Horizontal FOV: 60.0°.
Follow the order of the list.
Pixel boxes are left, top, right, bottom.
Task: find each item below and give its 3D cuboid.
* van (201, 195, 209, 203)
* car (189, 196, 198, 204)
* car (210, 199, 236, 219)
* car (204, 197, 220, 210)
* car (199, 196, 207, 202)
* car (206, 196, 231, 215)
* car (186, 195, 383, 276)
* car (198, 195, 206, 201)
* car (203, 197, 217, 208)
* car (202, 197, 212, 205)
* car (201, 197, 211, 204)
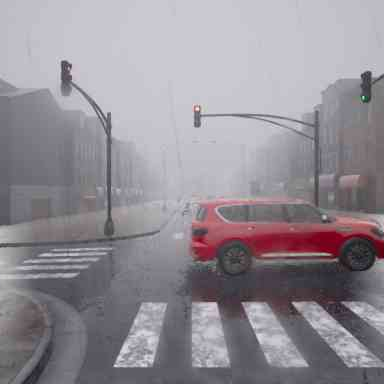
[{"bbox_3d":[2.773,1.504,72.870,1.690,1.788,3.998,-1,0,0],"label":"van"},{"bbox_3d":[0.239,1.654,69.618,1.837,1.490,4.892,0,0,0],"label":"car"},{"bbox_3d":[2.688,1.470,29.651,1.967,1.590,4.097,-1,0,0],"label":"car"},{"bbox_3d":[2.721,1.509,45.857,1.967,1.590,4.097,-1,0,0],"label":"car"},{"bbox_3d":[2.797,1.792,83.673,1.802,1.307,4.206,-1,0,0],"label":"car"},{"bbox_3d":[2.698,1.356,35.053,2.192,1.841,5.009,-1,0,0],"label":"car"},{"bbox_3d":[2.652,1.173,9.841,5.566,2.045,2.150,-2,1,0],"label":"car"},{"bbox_3d":[2.817,1.702,94.479,1.967,1.590,4.097,-1,0,0],"label":"car"},{"bbox_3d":[2.731,1.525,51.260,1.967,1.590,4.097,-1,0,0],"label":"car"},{"bbox_3d":[2.754,1.647,62.234,1.752,1.417,4.829,-1,0,0],"label":"car"},{"bbox_3d":[2.765,1.668,67.636,1.752,1.417,4.829,-1,0,0],"label":"car"}]
